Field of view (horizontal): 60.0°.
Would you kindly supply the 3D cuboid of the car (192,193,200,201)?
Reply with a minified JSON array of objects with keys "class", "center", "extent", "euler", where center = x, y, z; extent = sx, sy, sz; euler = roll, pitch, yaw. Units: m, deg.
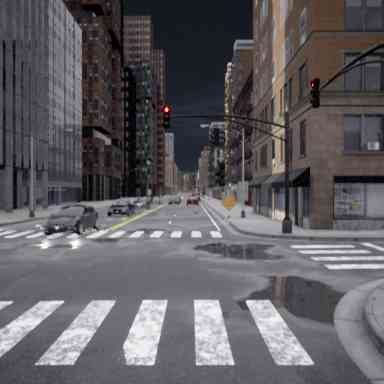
[{"class":"car","center":[0.975,1.263,85.682],"extent":[2.150,2.045,5.566],"euler":[0,0,0]}]

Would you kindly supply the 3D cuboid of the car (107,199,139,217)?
[{"class":"car","center":[-6.599,1.567,31.353],"extent":[1.994,1.385,4.181],"euler":[0,0,0]}]

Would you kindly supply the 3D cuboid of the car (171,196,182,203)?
[{"class":"car","center":[-3.154,1.569,69.638],"extent":[2.033,1.411,5.357],"euler":[0,0,0]}]

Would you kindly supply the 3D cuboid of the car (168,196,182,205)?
[{"class":"car","center":[-3.151,1.616,59.379],"extent":[1.895,1.301,4.718],"euler":[0,0,0]}]

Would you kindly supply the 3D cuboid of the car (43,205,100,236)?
[{"class":"car","center":[-6.601,1.510,18.687],"extent":[1.837,1.490,4.892],"euler":[0,0,0]}]

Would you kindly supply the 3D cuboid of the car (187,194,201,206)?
[{"class":"car","center":[0.100,1.490,54.838],"extent":[1.882,1.535,5.008],"euler":[0,0,0]}]

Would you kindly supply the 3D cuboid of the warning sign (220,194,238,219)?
[{"class":"warning sign","center":[2.853,1.117,25.648],"extent":[1.300,1.860,1.060],"euler":[0,0,0]}]

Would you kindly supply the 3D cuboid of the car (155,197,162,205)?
[{"class":"car","center":[-6.500,1.587,59.802],"extent":[1.812,1.442,4.674],"euler":[0,0,0]}]

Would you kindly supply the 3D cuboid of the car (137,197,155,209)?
[{"class":"car","center":[-6.593,1.498,44.094],"extent":[2.128,1.511,4.902],"euler":[0,0,0]}]
